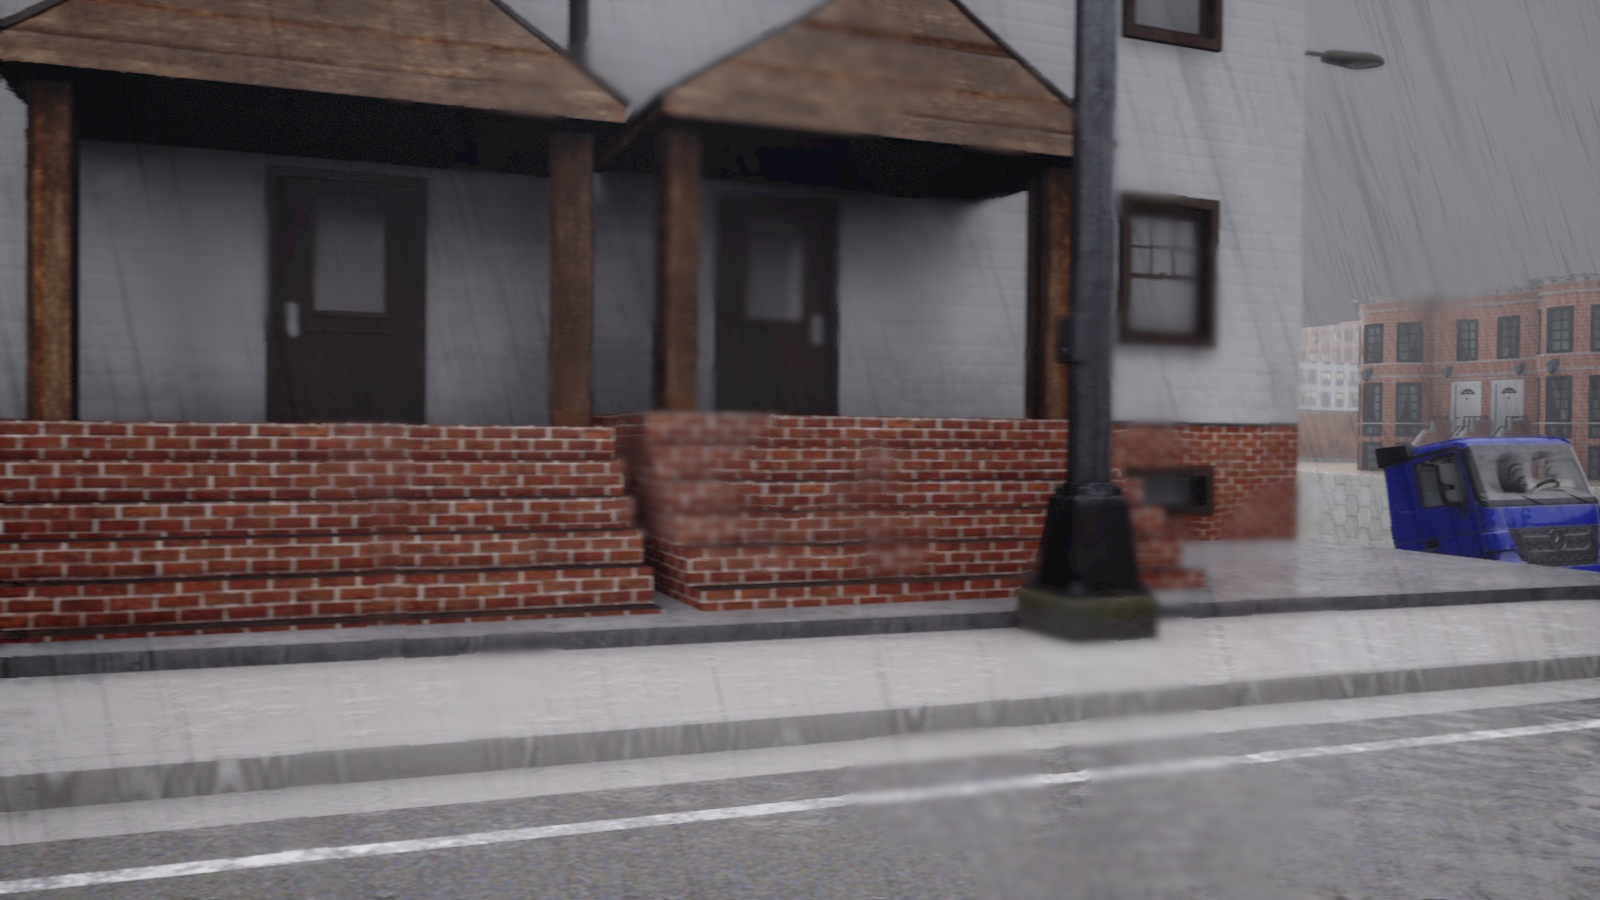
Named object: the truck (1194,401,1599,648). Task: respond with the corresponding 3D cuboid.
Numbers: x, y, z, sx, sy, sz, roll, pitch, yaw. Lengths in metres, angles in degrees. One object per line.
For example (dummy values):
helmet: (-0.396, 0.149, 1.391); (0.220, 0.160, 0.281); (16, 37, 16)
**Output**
truck: (11.685, 1.721, 24.524); (2.891, 3.462, 7.936); (-2, -12, -21)
